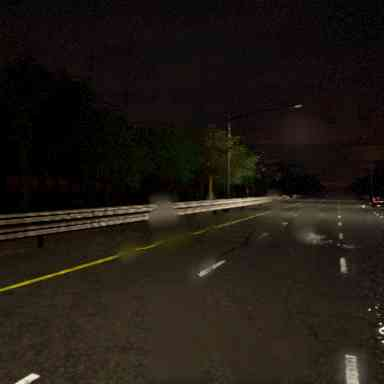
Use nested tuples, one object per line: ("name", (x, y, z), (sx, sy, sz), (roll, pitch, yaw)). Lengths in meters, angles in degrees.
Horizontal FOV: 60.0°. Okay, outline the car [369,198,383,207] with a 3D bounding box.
("car", (28.078, 1.610, 50.264), (1.837, 1.490, 4.892), (0, 0, 26))
